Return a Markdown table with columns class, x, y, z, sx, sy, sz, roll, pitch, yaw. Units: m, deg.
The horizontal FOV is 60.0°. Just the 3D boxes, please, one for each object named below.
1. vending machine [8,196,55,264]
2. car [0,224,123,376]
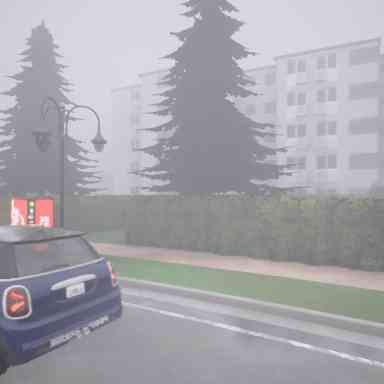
| class | x | y | z | sx | sy | sz | roll | pitch | yaw |
| --- | --- | --- | --- | --- | --- | --- | --- | --- | --- |
| vending machine | -5.294 | 1.195 | 11.041 | 0.880 | 2.100 | 1.100 | 0 | 0 | 24 |
| car | -3.412 | 1.351 | 5.567 | 4.553 | 1.767 | 2.097 | 0 | 0 | 30 |
